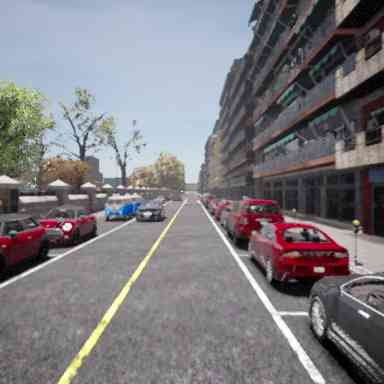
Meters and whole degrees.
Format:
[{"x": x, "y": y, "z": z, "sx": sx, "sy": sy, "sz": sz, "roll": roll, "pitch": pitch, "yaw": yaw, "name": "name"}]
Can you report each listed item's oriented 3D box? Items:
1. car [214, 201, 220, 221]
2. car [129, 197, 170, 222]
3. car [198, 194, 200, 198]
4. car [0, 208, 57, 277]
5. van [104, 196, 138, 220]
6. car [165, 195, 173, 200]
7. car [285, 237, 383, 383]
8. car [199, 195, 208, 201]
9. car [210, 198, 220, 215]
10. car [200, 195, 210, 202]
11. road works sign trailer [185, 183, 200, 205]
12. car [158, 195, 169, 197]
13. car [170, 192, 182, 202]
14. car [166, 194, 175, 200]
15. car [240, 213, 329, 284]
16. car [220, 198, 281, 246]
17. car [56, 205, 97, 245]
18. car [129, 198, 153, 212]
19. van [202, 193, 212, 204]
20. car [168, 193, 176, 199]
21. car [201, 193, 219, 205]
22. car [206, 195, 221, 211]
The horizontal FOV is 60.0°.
[{"x": 2.701, "y": 1.473, "z": 20.553, "sx": 2.008, "sy": 1.369, "sz": 4.403, "roll": 0, "pitch": 0, "yaw": 0, "name": "car"}, {"x": -3.086, "y": 1.398, "z": 25.391, "sx": 2.128, "sy": 1.511, "sz": 4.902, "roll": 0, "pitch": 0, "yaw": 0, "name": "car"}, {"x": 2.721, "y": 1.367, "z": 65.594, "sx": 1.947, "sy": 1.339, "sz": 4.313, "roll": 0, "pitch": 0, "yaw": 0, "name": "car"}, {"x": -5.683, "y": 1.404, "z": 9.297, "sx": 1.967, "sy": 1.590, "sz": 4.097, "roll": 0, "pitch": 0, "yaw": 0, "name": "car"}, {"x": -5.676, "y": 1.245, "z": 26.186, "sx": 1.690, "sy": 1.788, "sz": 3.998, "roll": 0, "pitch": 0, "yaw": 0, "name": "van"}, {"x": -5.652, "y": 1.344, "z": 82.490, "sx": 1.802, "sy": 1.307, "sz": 4.206, "roll": 0, "pitch": 0, "yaw": 0, "name": "car"}, {"x": 2.694, "y": 1.536, "z": 3.663, "sx": 2.008, "sy": 1.369, "sz": 4.403, "roll": 0, "pitch": 0, "yaw": 0, "name": "car"}, {"x": 2.726, "y": 1.320, "z": 76.855, "sx": 1.887, "sy": 1.381, "sz": 4.507, "roll": 0, "pitch": 0, "yaw": 0, "name": "car"}, {"x": 2.703, "y": 1.449, "z": 26.183, "sx": 1.887, "sy": 1.381, "sz": 4.507, "roll": 0, "pitch": 0, "yaw": 0, "name": "car"}, {"x": 2.723, "y": 1.339, "z": 71.225, "sx": 2.008, "sy": 1.369, "sz": 4.403, "roll": 0, "pitch": 0, "yaw": 0, "name": "car"}, {"x": 0.024, "y": 0.294, "z": 53.782, "sx": 2.380, "sy": 3.560, "sz": 2.880, "roll": 0, "pitch": 0, "yaw": 0, "name": "road works sign trailer"}, {"x": -5.662, "y": 1.340, "z": 59.798, "sx": 1.752, "sy": 1.417, "sz": 4.829, "roll": 0, "pitch": 0, "yaw": 0, "name": "car"}, {"x": -2.975, "y": 1.297, "z": 67.746, "sx": 1.837, "sy": 1.490, "sz": 4.892, "roll": 0, "pitch": 0, "yaw": 0, "name": "car"}, {"x": -5.650, "y": 1.295, "z": 88.119, "sx": 1.887, "sy": 1.381, "sz": 4.507, "roll": 0, "pitch": 0, "yaw": 0, "name": "car"}, {"x": 2.697, "y": 1.508, "z": 9.292, "sx": 1.887, "sy": 1.381, "sz": 4.507, "roll": 0, "pitch": 0, "yaw": 0, "name": "car"}, {"x": 2.700, "y": 1.258, "z": 14.921, "sx": 2.192, "sy": 1.841, "sz": 5.009, "roll": 0, "pitch": 0, "yaw": 0, "name": "car"}, {"x": -5.681, "y": 1.383, "z": 14.926, "sx": 1.967, "sy": 1.590, "sz": 4.097, "roll": 0, "pitch": 0, "yaw": 0, "name": "car"}, {"x": -5.672, "y": 1.421, "z": 37.446, "sx": 2.008, "sy": 1.369, "sz": 4.403, "roll": 0, "pitch": 0, "yaw": 0, "name": "car"}, {"x": 2.719, "y": 1.156, "z": 59.963, "sx": 1.690, "sy": 1.788, "sz": 3.998, "roll": 0, "pitch": 0, "yaw": 0, "name": "van"}, {"x": -5.647, "y": 1.184, "z": 93.746, "sx": 1.967, "sy": 1.590, "sz": 4.097, "roll": 0, "pitch": 0, "yaw": 0, "name": "car"}, {"x": 2.711, "y": 1.171, "z": 43.072, "sx": 2.192, "sy": 1.841, "sz": 5.009, "roll": 0, "pitch": 0, "yaw": 0, "name": "car"}, {"x": 2.707, "y": 1.327, "z": 31.812, "sx": 1.967, "sy": 1.590, "sz": 4.097, "roll": 0, "pitch": 0, "yaw": 0, "name": "car"}]
